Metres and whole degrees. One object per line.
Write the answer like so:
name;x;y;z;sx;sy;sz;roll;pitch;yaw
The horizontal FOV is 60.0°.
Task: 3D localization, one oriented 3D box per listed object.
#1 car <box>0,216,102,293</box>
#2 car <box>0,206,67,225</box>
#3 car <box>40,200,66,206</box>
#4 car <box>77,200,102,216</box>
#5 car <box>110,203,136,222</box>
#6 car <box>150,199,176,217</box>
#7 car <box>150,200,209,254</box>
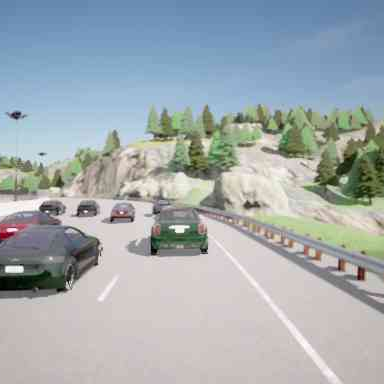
car;-3.761;1.574;8.891;1.994;1.385;4.181;0;0;-3
car;-7.804;1.584;16.120;1.994;1.385;4.181;0;0;-5
car;-13.615;1.542;32.627;1.837;1.490;4.892;0;0;-10
car;-10.059;1.535;32.596;1.837;1.490;4.892;0;0;-10
car;-5.514;1.568;26.795;2.033;1.411;5.357;0;0;-8
car;-2.920;1.509;32.442;2.128;1.511;4.902;0;0;-10
car;-0.571;1.358;13.677;2.097;1.767;4.553;0;0;-4
